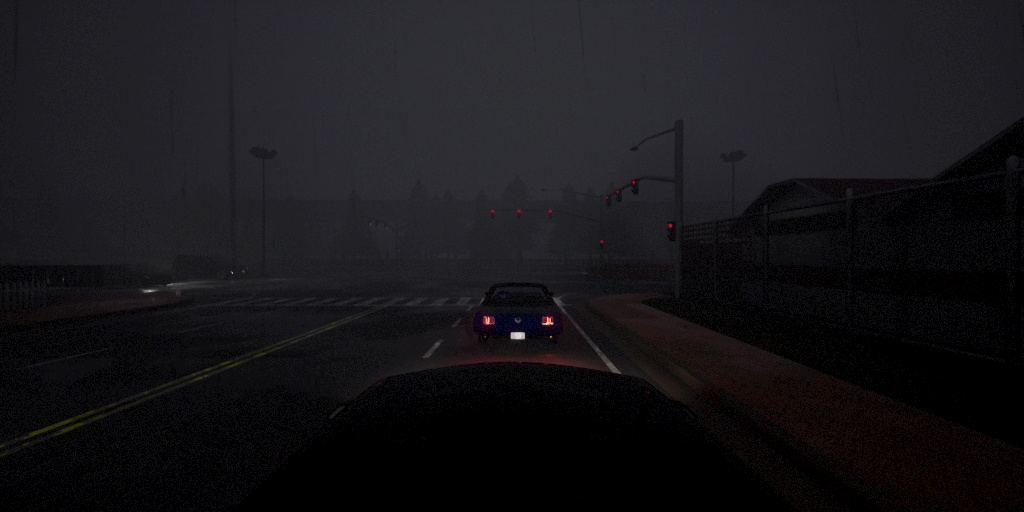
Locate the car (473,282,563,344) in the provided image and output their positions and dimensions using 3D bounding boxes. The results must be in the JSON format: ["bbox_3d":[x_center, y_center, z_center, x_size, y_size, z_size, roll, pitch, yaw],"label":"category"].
[{"bbox_3d":[0.189,1.350,9.579,1.895,1.301,4.718,0,0,2],"label":"car"}]

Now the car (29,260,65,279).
[{"bbox_3d":[-39.192,1.046,29.968,4.674,1.442,1.812,2,0,-1],"label":"car"}]

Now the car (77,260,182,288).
[{"bbox_3d":[-24.928,1.221,23.195,5.008,1.535,1.882,0,0,-1],"label":"car"}]

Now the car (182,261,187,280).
[{"bbox_3d":[-27.516,1.263,26.655,4.674,1.442,1.812,0,0,-1],"label":"car"}]

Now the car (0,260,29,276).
[{"bbox_3d":[-40.186,0.684,26.432,5.566,2.045,2.150,4,0,-2],"label":"car"}]

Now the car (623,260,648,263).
[{"bbox_3d":[13.851,1.235,41.566,4.902,1.511,2.128,0,0,-1],"label":"car"}]

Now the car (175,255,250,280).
[{"bbox_3d":[-25.400,0.961,30.188,5.566,2.045,2.150,0,0,-1],"label":"car"}]
